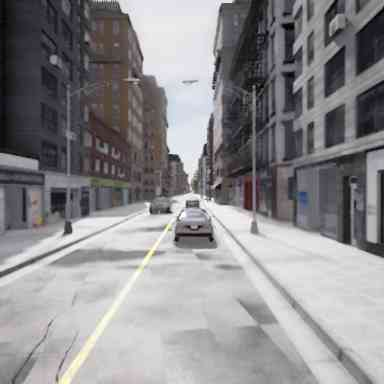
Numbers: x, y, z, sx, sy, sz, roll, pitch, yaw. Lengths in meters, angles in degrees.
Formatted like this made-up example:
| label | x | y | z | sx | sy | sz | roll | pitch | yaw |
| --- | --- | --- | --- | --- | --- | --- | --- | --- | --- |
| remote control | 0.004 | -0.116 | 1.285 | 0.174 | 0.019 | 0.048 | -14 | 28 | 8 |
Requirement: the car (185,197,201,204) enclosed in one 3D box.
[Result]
| label | x | y | z | sx | sy | sz | roll | pitch | yaw |
| --- | --- | --- | --- | --- | --- | --- | --- | --- | --- |
| car | 0.077 | 1.439 | 43.983 | 2.128 | 1.511 | 4.902 | 0 | 0 | 0 |

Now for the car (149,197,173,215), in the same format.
| label | x | y | z | sx | sy | sz | roll | pitch | yaw |
| --- | --- | --- | --- | --- | --- | --- | --- | --- | --- |
| car | -3.107 | 1.310 | 33.757 | 2.097 | 1.767 | 4.553 | 0 | 0 | 0 |

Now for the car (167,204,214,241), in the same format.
| label | x | y | z | sx | sy | sz | roll | pitch | yaw |
| --- | --- | --- | --- | --- | --- | --- | --- | --- | --- |
| car | 0.091 | 1.526 | 16.617 | 2.033 | 1.411 | 5.357 | 0 | 0 | 0 |
